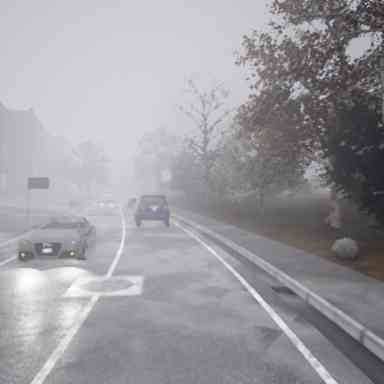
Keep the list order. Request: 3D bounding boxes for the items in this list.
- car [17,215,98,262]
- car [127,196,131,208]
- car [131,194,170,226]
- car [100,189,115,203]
[{"bbox_3d":[-4.643,1.561,12.036,1.994,1.385,4.181,0,0,-8],"label":"car"},{"bbox_3d":[-7.006,1.133,41.324,1.882,1.535,5.008,1,1,-13],"label":"car"},{"bbox_3d":[-2.882,1.137,23.170,2.150,2.045,5.566,1,1,-12],"label":"car"},{"bbox_3d":[-13.601,0.634,53.632,2.150,2.045,5.566,1,1,-12],"label":"car"}]
